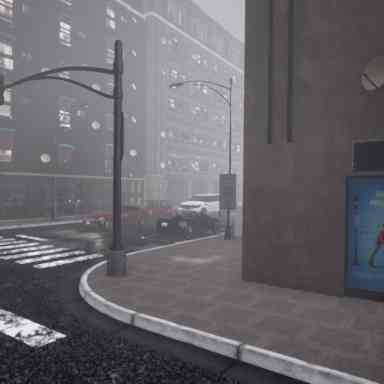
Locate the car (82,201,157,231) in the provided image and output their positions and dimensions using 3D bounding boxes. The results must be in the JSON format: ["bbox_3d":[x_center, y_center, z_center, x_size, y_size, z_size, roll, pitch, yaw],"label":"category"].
[{"bbox_3d":[-4.586,1.486,20.843,1.812,1.442,4.674,1,1,35],"label":"car"}]

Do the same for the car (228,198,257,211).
[{"bbox_3d":[6.228,1.482,40.589,1.802,1.307,4.206,1,1,35],"label":"car"}]

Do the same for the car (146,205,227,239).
[{"bbox_3d":[-0.134,1.598,17.759,1.947,1.339,4.313,1,1,35],"label":"car"}]

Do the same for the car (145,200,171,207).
[{"bbox_3d":[-3.384,1.361,26.854,1.967,1.590,4.097,1,1,35],"label":"car"}]

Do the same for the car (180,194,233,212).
[{"bbox_3d":[1.080,1.170,28.932,2.150,2.045,5.566,1,1,35],"label":"car"}]

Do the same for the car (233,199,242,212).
[{"bbox_3d":[3.027,1.223,36.009,2.192,1.841,5.009,1,1,35],"label":"car"}]
